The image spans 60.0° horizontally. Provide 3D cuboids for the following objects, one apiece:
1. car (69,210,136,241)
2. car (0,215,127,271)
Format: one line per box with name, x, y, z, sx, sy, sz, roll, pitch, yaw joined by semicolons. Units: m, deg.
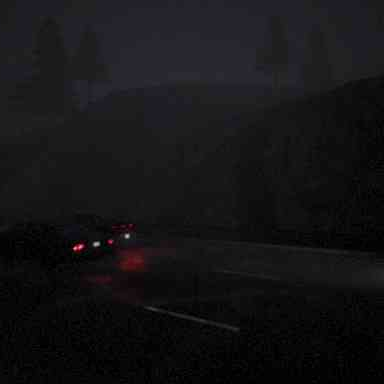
car;-4.787;1.615;15.154;4.892;1.490;1.837;-1;0;31
car;-5.017;1.642;11.272;5.357;1.411;2.033;-1;0;31
